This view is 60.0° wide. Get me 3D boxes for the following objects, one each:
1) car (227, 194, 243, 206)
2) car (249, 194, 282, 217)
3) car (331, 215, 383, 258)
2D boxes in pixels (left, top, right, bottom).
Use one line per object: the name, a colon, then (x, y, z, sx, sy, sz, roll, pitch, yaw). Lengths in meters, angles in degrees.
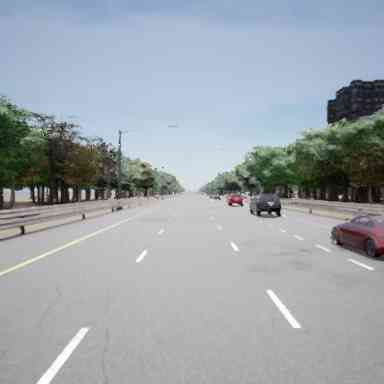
car: (7.075, 1.286, 55.102, 2.150, 2.045, 5.566, 0, 0, 0)
car: (7.010, 1.241, 32.129, 2.150, 2.045, 5.566, 0, 0, 0)
car: (6.998, 1.569, 12.697, 1.994, 1.385, 4.181, 0, 0, 0)
